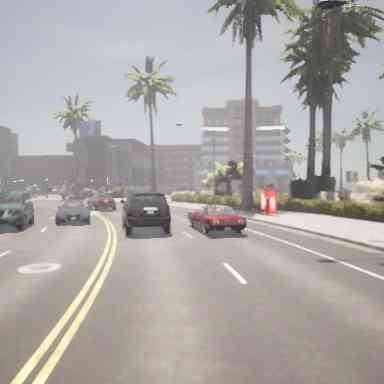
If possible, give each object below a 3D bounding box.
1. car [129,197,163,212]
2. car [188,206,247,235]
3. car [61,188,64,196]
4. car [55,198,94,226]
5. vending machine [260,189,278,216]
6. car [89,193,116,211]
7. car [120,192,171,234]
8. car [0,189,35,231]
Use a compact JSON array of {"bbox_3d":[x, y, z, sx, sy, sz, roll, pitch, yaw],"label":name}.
[{"bbox_3d":[-4.653,1.179,32.956,1.895,1.301,4.718,0,1,-27],"label":"car"},{"bbox_3d":[1.125,1.371,17.404,1.895,1.301,4.718,0,1,-14],"label":"car"},{"bbox_3d":[-32.859,0.326,88.439,4.674,1.452,2.002,0,1,6],"label":"car"},{"bbox_3d":[-7.496,1.300,21.131,1.994,1.385,4.181,0,1,-19],"label":"car"},{"bbox_3d":[6.159,0.837,26.639,1.100,2.100,0.880,0,1,-19],"label":"vending machine"},{"bbox_3d":[-9.435,0.921,34.258,2.097,1.767,4.553,-1,1,-29],"label":"car"},{"bbox_3d":[-2.557,0.994,17.747,2.150,2.045,5.566,0,1,-14],"label":"car"},{"bbox_3d":[-10.270,0.995,18.619,2.150,2.045,5.566,0,1,-18],"label":"car"}]
